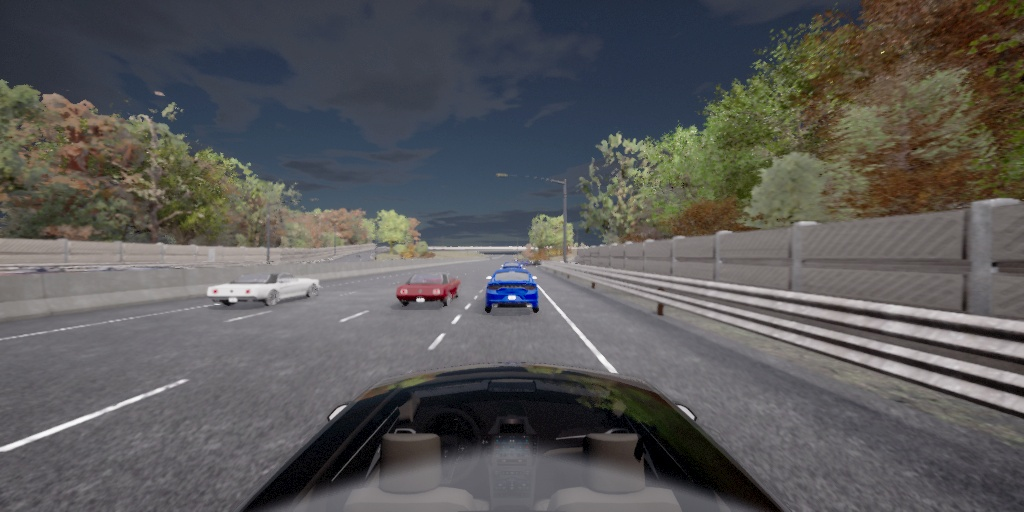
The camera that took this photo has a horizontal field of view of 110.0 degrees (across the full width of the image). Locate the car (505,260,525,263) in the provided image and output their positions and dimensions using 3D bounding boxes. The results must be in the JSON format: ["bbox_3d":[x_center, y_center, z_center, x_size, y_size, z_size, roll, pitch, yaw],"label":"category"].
[{"bbox_3d":[-0.002,1.268,34.561,1.882,1.535,5.008,0,0,0],"label":"car"}]

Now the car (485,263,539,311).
[{"bbox_3d":[0.000,1.236,14.421,1.882,1.535,5.008,0,0,0],"label":"car"}]

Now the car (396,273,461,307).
[{"bbox_3d":[-3.401,1.360,15.588,1.895,1.301,4.718,0,0,0],"label":"car"}]

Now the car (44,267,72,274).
[{"bbox_3d":[-28.092,1.372,24.736,1.895,1.301,4.718,0,0,0],"label":"car"}]

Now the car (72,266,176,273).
[{"bbox_3d":[-21.102,1.312,20.788,2.033,1.411,5.357,0,0,0],"label":"car"}]

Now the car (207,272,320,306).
[{"bbox_3d":[-10.401,1.360,15.600,1.895,1.301,4.718,0,0,0],"label":"car"}]

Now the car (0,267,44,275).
[{"bbox_3d":[-31.595,1.370,23.578,1.895,1.301,4.718,0,0,0],"label":"car"}]
